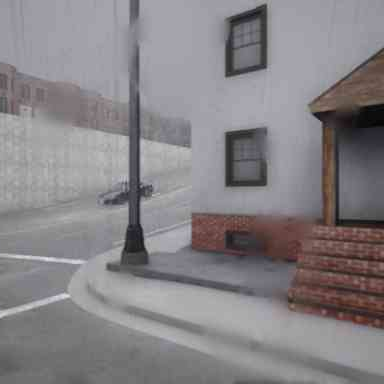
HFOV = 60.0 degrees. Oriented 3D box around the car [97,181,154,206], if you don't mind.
[{"bbox_3d":[-4.997,0.018,25.309,2.128,1.511,4.902,0,11,35],"label":"car"}]
